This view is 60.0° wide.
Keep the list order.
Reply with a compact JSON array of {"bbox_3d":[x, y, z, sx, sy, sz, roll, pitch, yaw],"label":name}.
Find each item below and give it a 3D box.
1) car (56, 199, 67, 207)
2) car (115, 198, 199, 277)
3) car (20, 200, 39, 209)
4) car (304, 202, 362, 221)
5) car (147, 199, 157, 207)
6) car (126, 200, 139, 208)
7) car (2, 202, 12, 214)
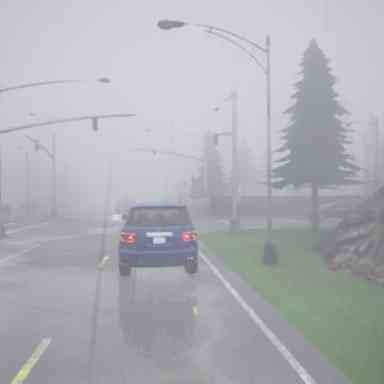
[{"bbox_3d":[-25.313,2.124,63.943,1.845,1.501,3.633,0,-1,-7],"label":"car"},{"bbox_3d":[-1.123,1.329,10.889,2.150,2.045,5.566,0,-1,-7],"label":"car"},{"bbox_3d":[-27.441,2.077,56.235,1.970,1.475,3.806,0,-1,-7],"label":"car"},{"bbox_3d":[12.216,1.696,28.973,4.892,1.490,1.837,0,-1,-8],"label":"car"},{"bbox_3d":[-7.760,2.168,64.235,1.812,1.442,4.674,0,-1,-7],"label":"car"},{"bbox_3d":[-11.087,2.209,62.297,1.994,1.385,4.181,0,-1,-7],"label":"car"},{"bbox_3d":[-22.380,1.833,38.076,2.007,1.523,4.514,0,-1,-7],"label":"car"}]
